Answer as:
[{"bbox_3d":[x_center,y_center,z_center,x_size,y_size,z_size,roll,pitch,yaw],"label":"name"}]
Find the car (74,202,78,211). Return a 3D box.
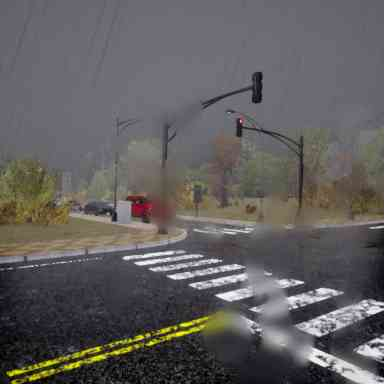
[{"bbox_3d":[-15.456,1.728,42.554,1.812,1.442,4.674,2,-1,-34],"label":"car"}]

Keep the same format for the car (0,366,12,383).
[{"bbox_3d":[-3.257,1.505,1.114,4.892,1.490,1.837,0,0,-35],"label":"car"}]

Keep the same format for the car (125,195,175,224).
[{"bbox_3d":[-3.513,1.301,25.823,2.150,2.045,5.566,2,-1,-35],"label":"car"}]

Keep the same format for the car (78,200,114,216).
[{"bbox_3d":[-9.569,1.685,34.093,2.033,1.411,5.357,2,-2,-35],"label":"car"}]

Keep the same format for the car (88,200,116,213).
[{"bbox_3d":[-11.351,1.792,41.743,1.812,1.442,4.674,2,-1,-35],"label":"car"}]
